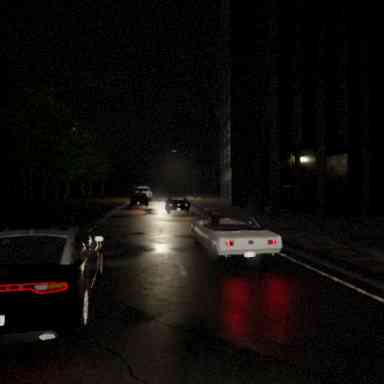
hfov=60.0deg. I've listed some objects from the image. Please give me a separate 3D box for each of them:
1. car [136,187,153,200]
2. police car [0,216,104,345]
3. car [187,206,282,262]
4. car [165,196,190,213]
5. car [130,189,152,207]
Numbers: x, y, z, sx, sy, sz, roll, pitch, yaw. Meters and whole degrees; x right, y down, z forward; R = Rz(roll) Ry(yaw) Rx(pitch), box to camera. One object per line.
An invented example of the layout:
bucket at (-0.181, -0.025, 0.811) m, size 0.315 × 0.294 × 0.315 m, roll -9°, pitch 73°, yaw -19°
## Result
car at (-6.734, 0.291, 46.491) m, size 2.150 × 2.045 × 5.566 m, roll 0°, pitch 1°, yaw -3°
police car at (-2.861, 1.308, 6.557) m, size 1.930 × 1.638 × 5.238 m, roll 0°, pitch 1°, yaw -10°
car at (1.217, 1.392, 11.383) m, size 1.895 × 1.301 × 4.718 m, roll 0°, pitch 1°, yaw -10°
car at (-1.337, 1.039, 28.959) m, size 1.895 × 1.301 × 4.718 m, roll 0°, pitch 1°, yaw -7°
car at (-5.651, 0.792, 36.101) m, size 1.837 × 1.490 × 4.892 m, roll 0°, pitch 1°, yaw -5°
